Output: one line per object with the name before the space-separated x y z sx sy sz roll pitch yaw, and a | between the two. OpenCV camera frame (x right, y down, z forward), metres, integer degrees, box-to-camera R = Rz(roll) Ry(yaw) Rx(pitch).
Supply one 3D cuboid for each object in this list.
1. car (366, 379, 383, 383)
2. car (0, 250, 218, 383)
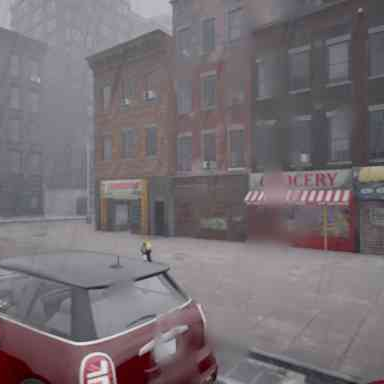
car | 2.661 1.537 0.906 4.507 1.381 1.887 0 -1 36
car | -1.803 1.457 4.126 4.097 1.590 1.967 0 -1 36
